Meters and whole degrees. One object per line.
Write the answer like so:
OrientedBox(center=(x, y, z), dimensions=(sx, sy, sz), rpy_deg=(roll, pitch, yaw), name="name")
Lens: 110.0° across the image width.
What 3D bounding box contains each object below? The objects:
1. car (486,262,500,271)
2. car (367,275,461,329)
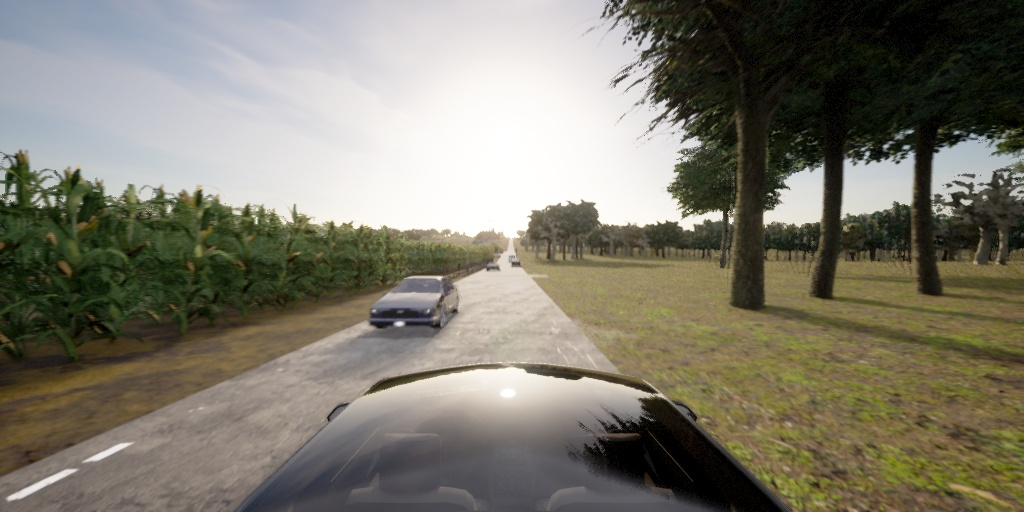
OrientedBox(center=(-2.820, 1.552, 53.561), dimensions=(1.994, 1.385, 4.181), rpy_deg=(0, 0, 0), name="car")
OrientedBox(center=(-2.852, 1.355, 11.753), dimensions=(2.033, 1.411, 5.357), rpy_deg=(0, 0, 0), name="car")
